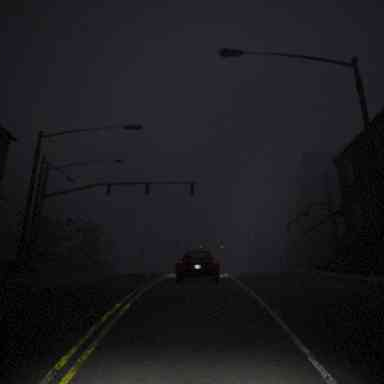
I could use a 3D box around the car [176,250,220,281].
[{"bbox_3d":[0.298,3.546,16.192,1.994,1.385,4.181,0,-11,2],"label":"car"}]
